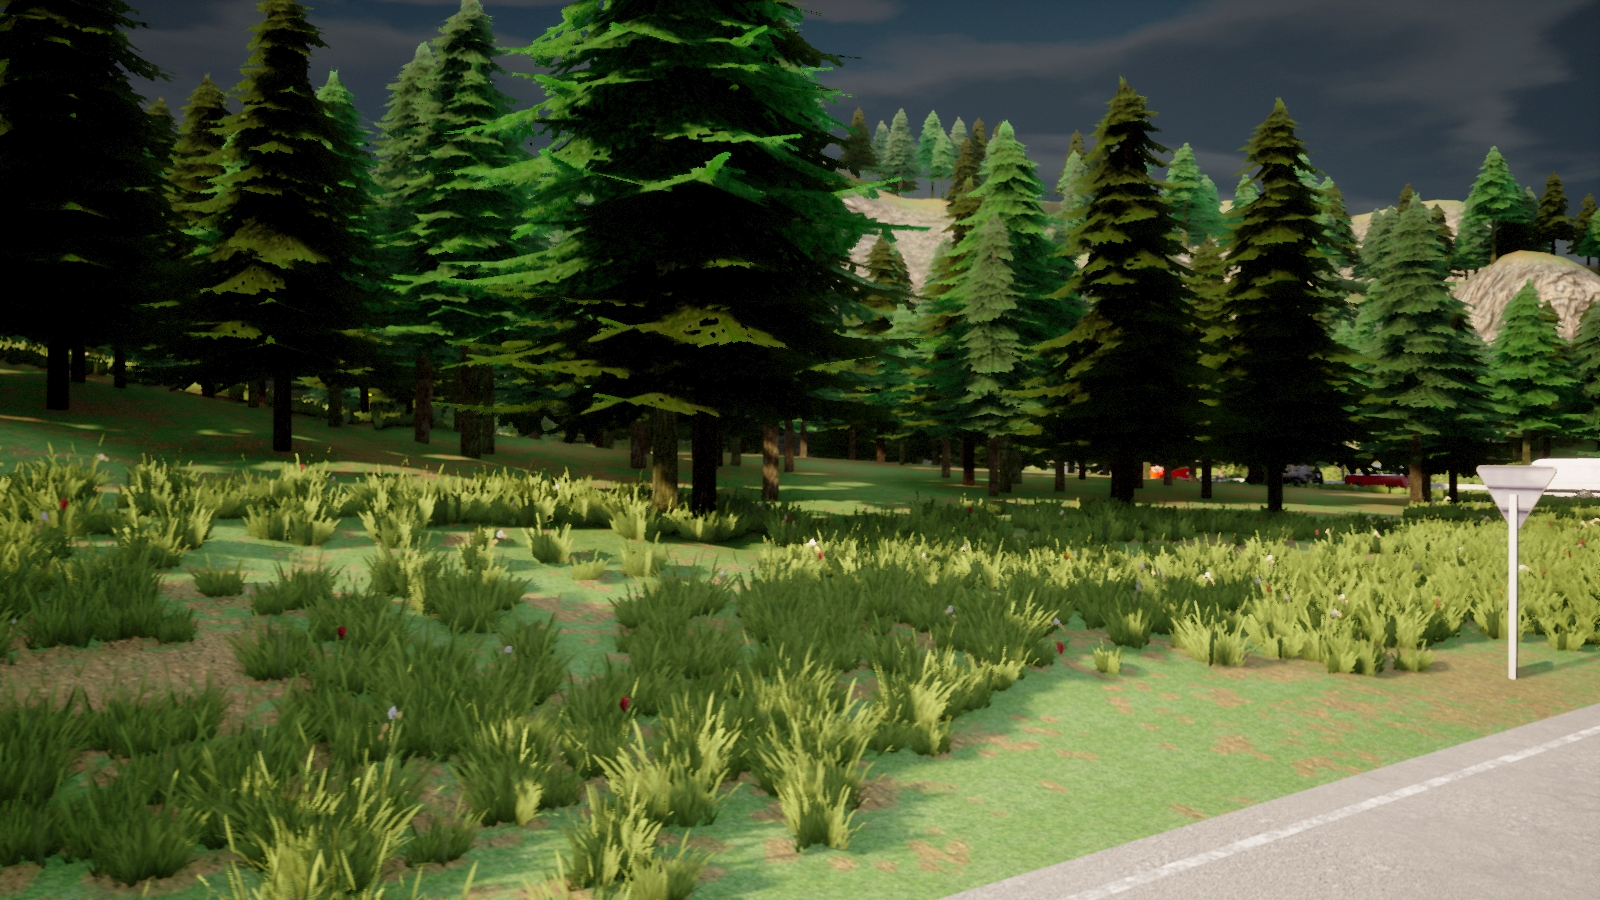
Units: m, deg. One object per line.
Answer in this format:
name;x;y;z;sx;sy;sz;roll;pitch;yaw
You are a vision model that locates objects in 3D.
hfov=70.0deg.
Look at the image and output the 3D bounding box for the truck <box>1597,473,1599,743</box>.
truck;10.208;1.454;10.905;5.204;2.467;2.627;0;0;-35
